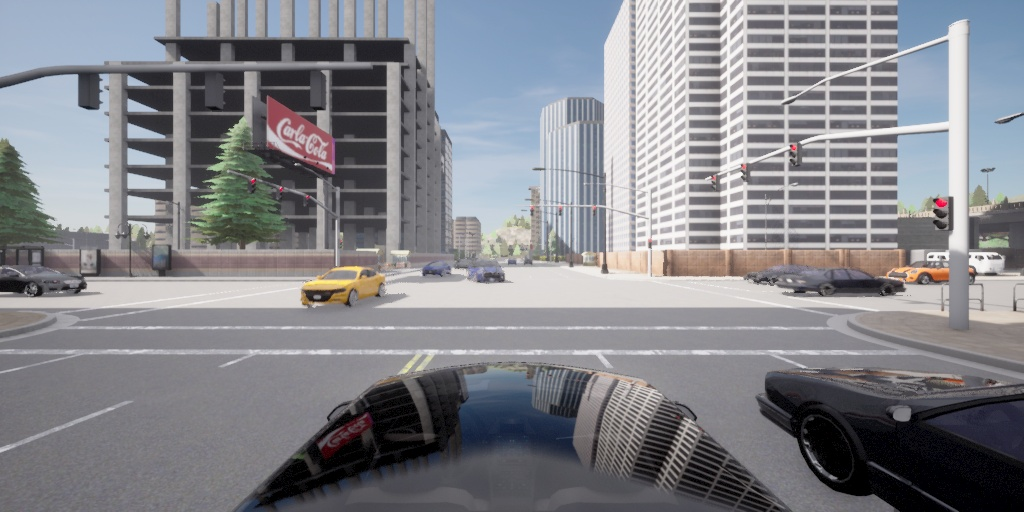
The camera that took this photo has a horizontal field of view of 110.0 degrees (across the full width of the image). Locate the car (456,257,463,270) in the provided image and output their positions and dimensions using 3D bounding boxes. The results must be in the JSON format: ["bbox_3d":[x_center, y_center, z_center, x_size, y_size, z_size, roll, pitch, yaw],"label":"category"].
[{"bbox_3d":[-7.077,1.252,50.895,1.837,1.490,4.892,0,0,0],"label":"car"}]

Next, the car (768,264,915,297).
[{"bbox_3d":[16.554,1.296,18.219,5.357,1.411,2.033,0,0,-1],"label":"car"}]

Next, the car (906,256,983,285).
[{"bbox_3d":[29.655,1.101,25.517,4.553,1.767,2.097,0,0,1],"label":"car"}]

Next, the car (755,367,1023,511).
[{"bbox_3d":[3.597,1.297,1.449,2.033,1.411,5.357,0,0,0],"label":"car"}]

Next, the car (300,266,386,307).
[{"bbox_3d":[-7.094,1.227,15.567,1.882,1.535,5.008,0,0,0],"label":"car"}]

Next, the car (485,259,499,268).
[{"bbox_3d":[-3.540,1.240,63.289,2.128,1.511,4.902,0,0,0],"label":"car"}]

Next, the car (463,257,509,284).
[{"bbox_3d":[-2.084,1.099,27.447,2.097,1.767,4.553,0,0,-18],"label":"car"}]

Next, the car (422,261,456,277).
[{"bbox_3d":[-7.267,1.226,35.108,1.882,1.535,5.008,0,0,4],"label":"car"}]

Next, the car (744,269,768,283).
[{"bbox_3d":[19.646,1.296,25.495,5.357,1.411,2.033,0,0,0],"label":"car"}]

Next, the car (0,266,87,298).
[{"bbox_3d":[-24.548,1.240,18.079,4.902,1.511,2.128,0,0,0],"label":"car"}]
